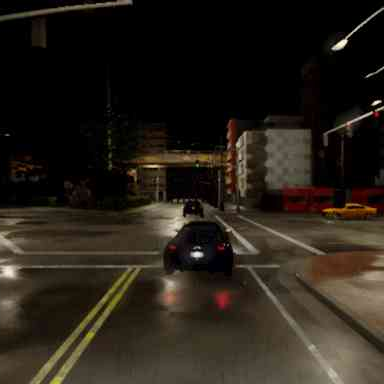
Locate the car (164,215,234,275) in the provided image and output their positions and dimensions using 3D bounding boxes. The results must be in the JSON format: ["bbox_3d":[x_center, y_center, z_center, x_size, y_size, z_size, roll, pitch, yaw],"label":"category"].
[{"bbox_3d":[0.334,1.666,10.854,1.994,1.385,4.181,0,-1,6],"label":"car"}]

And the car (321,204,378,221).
[{"bbox_3d":[14.925,1.875,31.668,5.008,1.535,1.882,1,0,0],"label":"car"}]

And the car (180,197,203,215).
[{"bbox_3d":[0.123,1.681,36.268,2.097,1.767,4.553,0,0,0],"label":"car"}]

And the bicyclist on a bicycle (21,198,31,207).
[{"bbox_3d":[-29.304,1.810,58.629,0.582,1.620,1.656,0,-1,44],"label":"bicyclist on a bicycle"}]
